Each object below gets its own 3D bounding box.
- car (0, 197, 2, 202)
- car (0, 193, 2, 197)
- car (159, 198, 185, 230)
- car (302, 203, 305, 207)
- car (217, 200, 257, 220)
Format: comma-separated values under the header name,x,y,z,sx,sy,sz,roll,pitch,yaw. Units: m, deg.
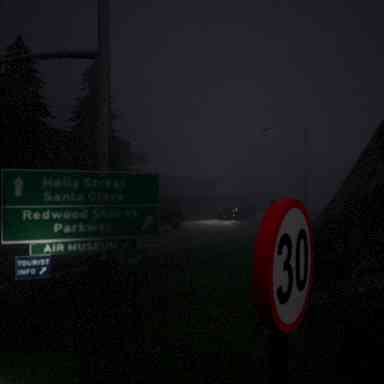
name,x,y,z,sx,sy,sz,roll,pitch,yaw
car,-12.393,1.500,26.071,1.905,1.878,3.866,0,0,35
car,-38.597,1.476,70.013,4.514,1.523,2.007,0,0,35
car,-2.706,1.411,20.812,2.150,2.045,5.566,0,0,36
car,12.733,1.754,41.968,1.994,1.385,4.181,0,0,37
car,4.142,1.541,30.226,2.097,1.767,4.553,0,0,36
